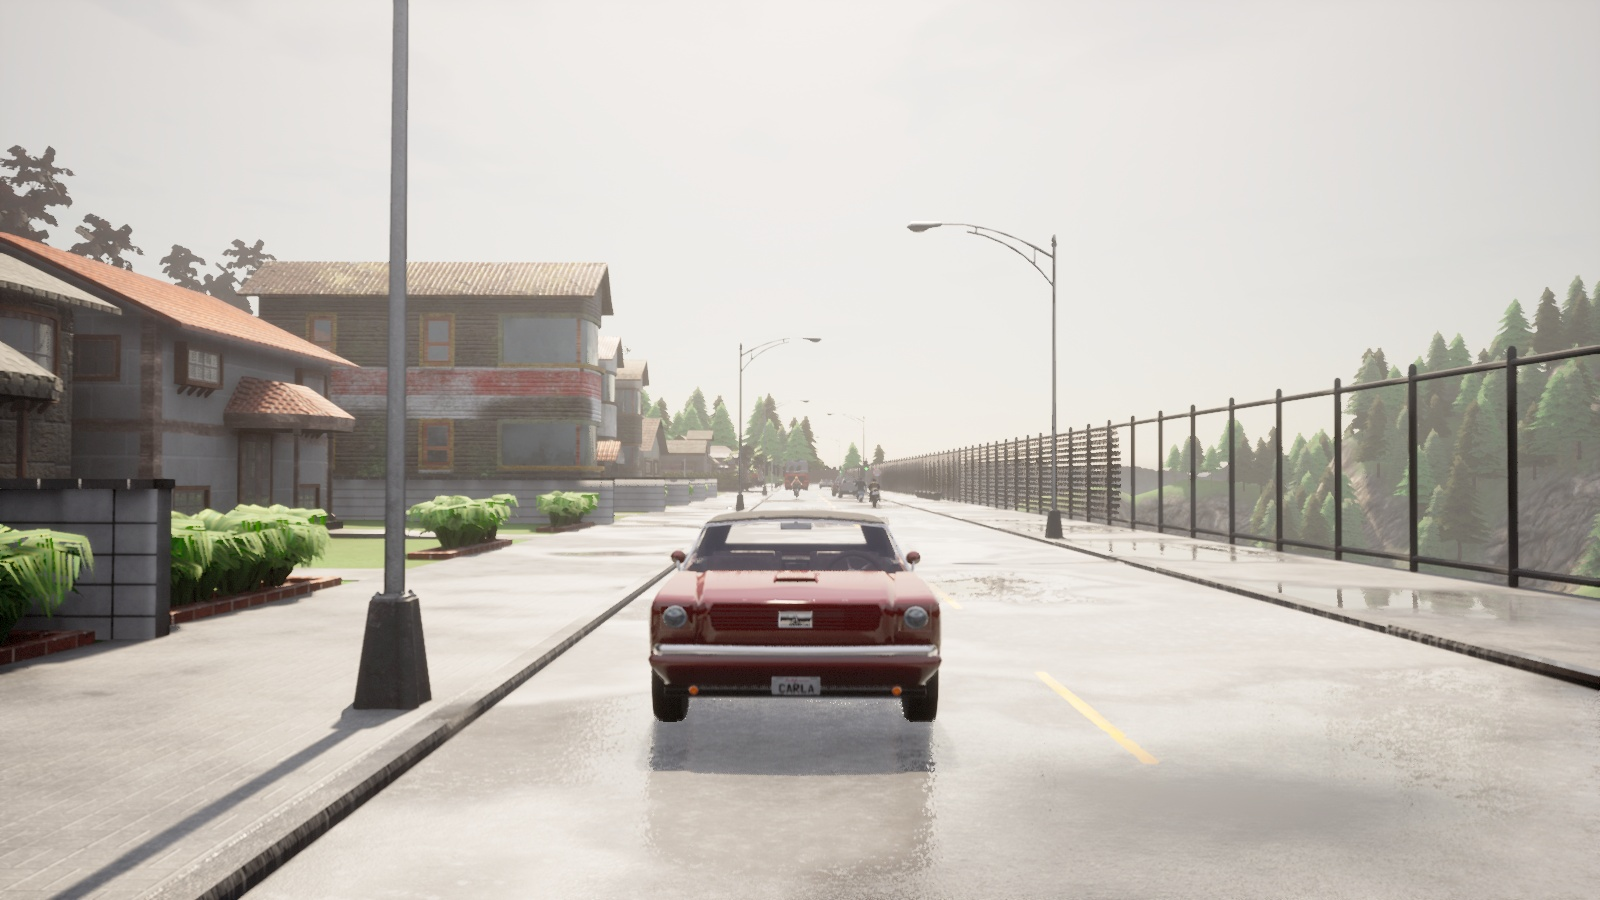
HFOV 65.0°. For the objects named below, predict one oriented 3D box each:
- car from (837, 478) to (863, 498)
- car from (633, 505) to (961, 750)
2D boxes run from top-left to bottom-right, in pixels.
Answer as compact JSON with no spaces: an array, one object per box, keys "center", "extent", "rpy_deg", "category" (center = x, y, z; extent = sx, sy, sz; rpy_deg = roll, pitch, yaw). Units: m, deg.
[{"center":[3.762,2.861,94.991],"extent":[1.845,1.501,3.633],"rpy_deg":[0,-1,0],"category":"car"},{"center":[-0.024,1.130,9.624],"extent":[1.895,1.301,4.718],"rpy_deg":[0,-1,0],"category":"car"}]
